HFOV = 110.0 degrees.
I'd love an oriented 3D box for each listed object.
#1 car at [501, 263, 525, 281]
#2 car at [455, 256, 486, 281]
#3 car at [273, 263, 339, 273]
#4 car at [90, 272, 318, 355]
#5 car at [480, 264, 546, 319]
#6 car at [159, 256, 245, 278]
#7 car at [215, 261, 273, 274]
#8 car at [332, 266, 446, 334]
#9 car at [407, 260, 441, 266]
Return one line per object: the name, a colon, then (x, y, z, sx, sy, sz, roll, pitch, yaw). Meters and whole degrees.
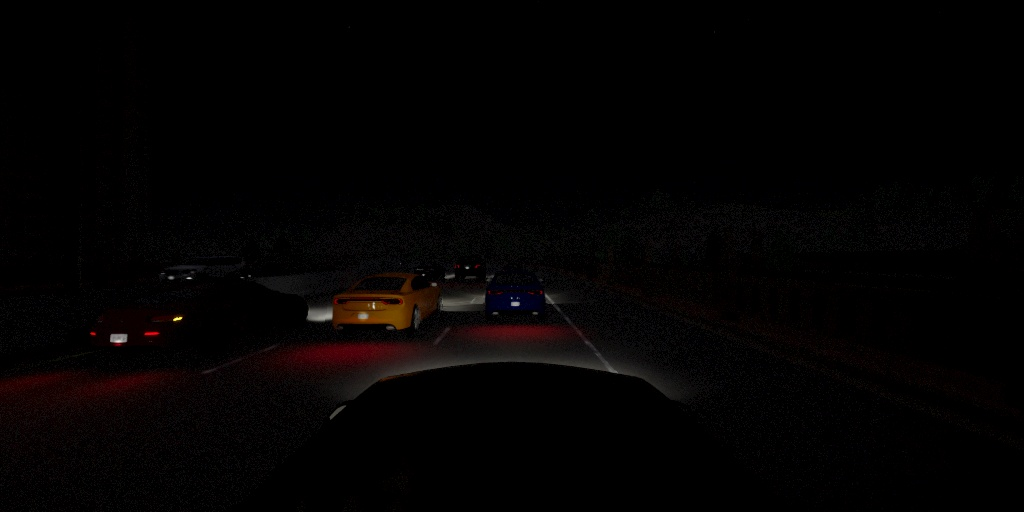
car: (0.097, 1.345, 31.732, 1.994, 1.385, 4.181, 0, 0, 0)
car: (-3.403, 0.999, 29.999, 2.150, 2.045, 5.566, 0, 0, 0)
car: (-14.100, 1.261, 25.478, 2.128, 1.511, 4.902, 0, 0, 0)
car: (-6.901, 1.276, 8.597, 1.812, 1.442, 4.674, 0, 0, 0)
car: (0.099, 1.231, 12.803, 1.882, 1.535, 5.008, 0, 0, 0)
car: (-21.101, 0.991, 24.958, 2.150, 2.045, 5.566, 0, 0, 0)
car: (-17.599, 1.274, 25.019, 1.837, 1.490, 4.892, 0, 0, 0)
car: (-3.401, 1.229, 10.681, 1.882, 1.535, 5.008, 0, 0, 0)
car: (-6.903, 1.270, 30.441, 2.128, 1.511, 4.902, 0, 0, 0)
